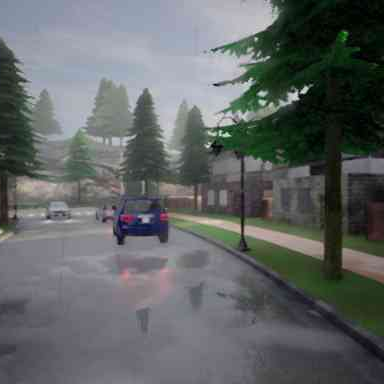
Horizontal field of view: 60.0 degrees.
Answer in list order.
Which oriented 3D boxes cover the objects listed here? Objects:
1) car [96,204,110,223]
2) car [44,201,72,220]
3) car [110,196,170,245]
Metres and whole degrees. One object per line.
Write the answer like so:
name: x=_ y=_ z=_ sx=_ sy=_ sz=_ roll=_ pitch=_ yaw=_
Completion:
car: x=-6.278 y=1.593 z=25.901 sx=1.895 sy=1.301 sz=4.718 roll=0 pitch=0 yaw=-25
car: x=-11.649 y=1.553 z=28.925 sx=1.812 sy=1.442 sz=4.674 roll=0 pitch=0 yaw=-26
car: x=-2.549 y=1.210 z=15.827 sx=2.150 sy=2.045 sz=5.566 roll=0 pitch=0 yaw=-16
